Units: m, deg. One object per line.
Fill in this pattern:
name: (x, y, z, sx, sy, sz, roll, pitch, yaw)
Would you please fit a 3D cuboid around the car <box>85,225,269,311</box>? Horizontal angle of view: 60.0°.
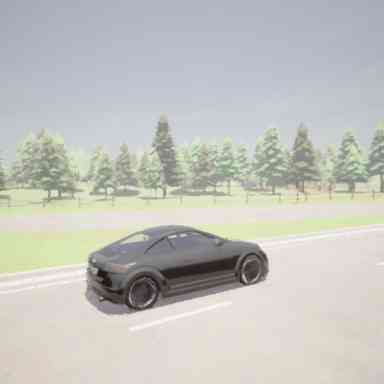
car: (-0.241, 1.462, 7.610, 4.181, 1.385, 1.994, -2, 1, -33)
